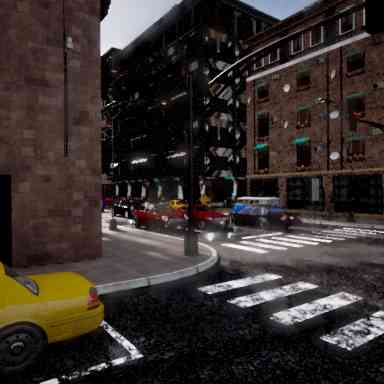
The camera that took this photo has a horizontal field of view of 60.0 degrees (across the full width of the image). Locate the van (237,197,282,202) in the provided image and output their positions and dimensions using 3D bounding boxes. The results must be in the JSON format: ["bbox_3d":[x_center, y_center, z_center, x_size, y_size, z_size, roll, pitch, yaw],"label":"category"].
[{"bbox_3d":[4.904,1.280,24.931,1.690,1.788,3.998,0,0,-36],"label":"van"}]

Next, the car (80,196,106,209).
[{"bbox_3d":[-13.760,1.414,46.186,1.882,1.535,5.008,-1,0,-36],"label":"car"}]

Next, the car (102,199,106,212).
[{"bbox_3d":[-11.903,1.182,38.205,2.150,2.045,5.566,-1,0,-36],"label":"car"}]

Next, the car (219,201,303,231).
[{"bbox_3d":[4.273,1.514,20.784,2.033,1.411,5.357,-1,0,-32],"label":"car"}]

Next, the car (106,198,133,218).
[{"bbox_3d":[-5.630,1.473,29.566,1.837,1.490,4.892,-1,0,-36],"label":"car"}]

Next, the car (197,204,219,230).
[{"bbox_3d":[0.416,1.508,21.261,1.812,1.442,4.674,-1,0,-34],"label":"car"}]

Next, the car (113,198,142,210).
[{"bbox_3d":[-8.417,1.463,43.244,1.887,1.381,4.507,-1,0,-36],"label":"car"}]

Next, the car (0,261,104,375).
[{"bbox_3d":[-3.574,1.525,4.015,4.829,1.417,1.752,0,0,-36],"label":"car"}]

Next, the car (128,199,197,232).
[{"bbox_3d":[-1.883,1.441,20.016,1.967,1.590,4.097,0,0,-36],"label":"car"}]

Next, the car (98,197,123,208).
[{"bbox_3d":[-11.748,1.463,47.822,1.887,1.381,4.507,-1,0,-36],"label":"car"}]
